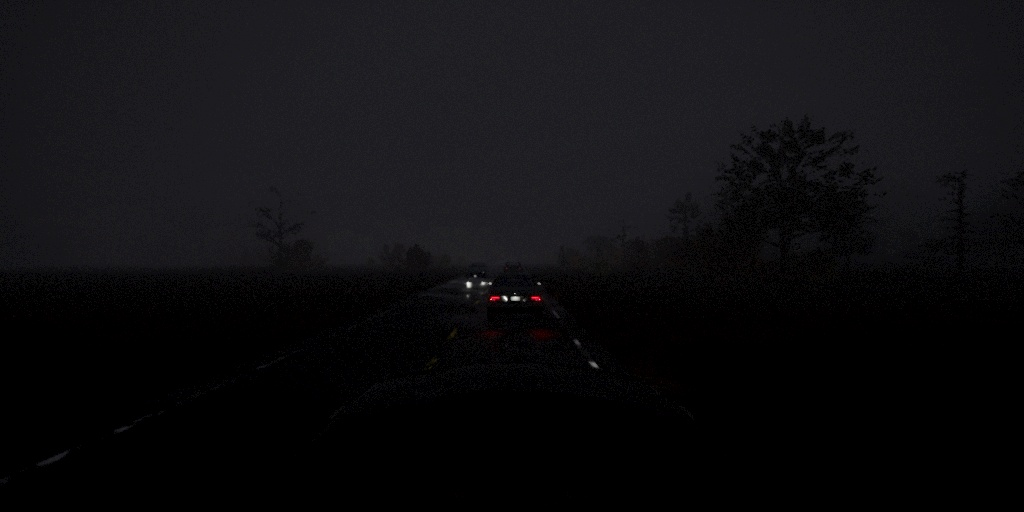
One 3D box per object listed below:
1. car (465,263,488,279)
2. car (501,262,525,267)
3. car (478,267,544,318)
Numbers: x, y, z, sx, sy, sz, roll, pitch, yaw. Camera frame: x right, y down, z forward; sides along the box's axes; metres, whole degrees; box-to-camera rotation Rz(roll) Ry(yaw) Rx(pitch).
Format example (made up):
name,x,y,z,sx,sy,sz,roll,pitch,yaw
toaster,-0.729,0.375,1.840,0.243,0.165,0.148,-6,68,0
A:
name,x,y,z,sx,sy,sz,roll,pitch,yaw
car,-3.042,1.296,32.452,2.033,1.411,5.357,0,0,0
car,0.094,1.240,31.603,2.128,1.511,4.902,0,0,0
car,0.096,1.297,13.017,2.033,1.411,5.357,0,0,0
